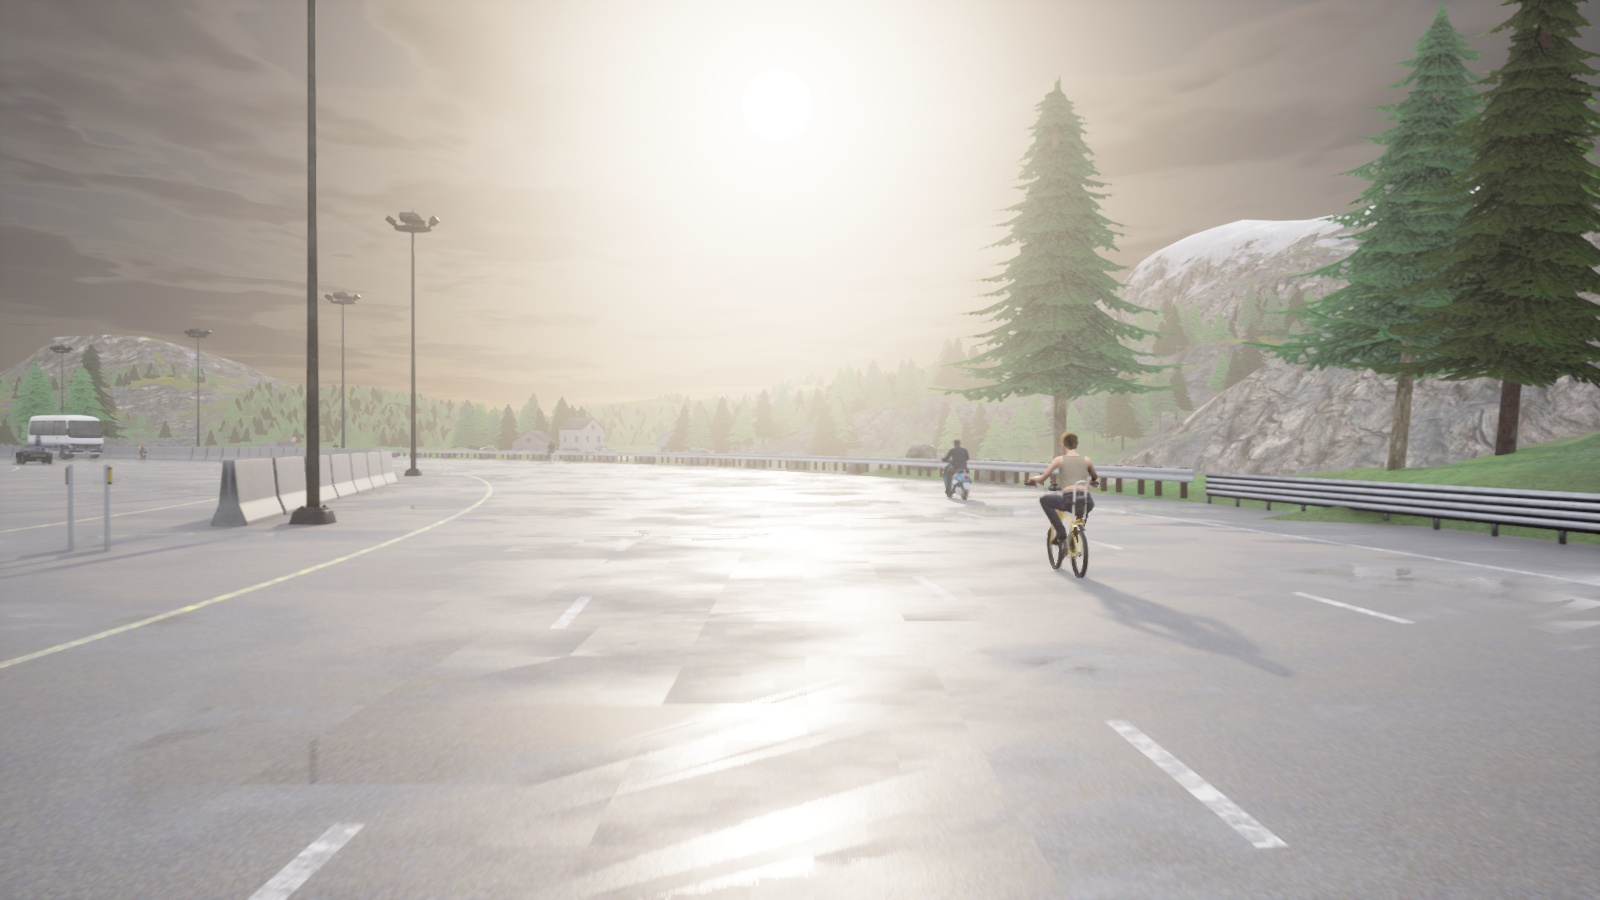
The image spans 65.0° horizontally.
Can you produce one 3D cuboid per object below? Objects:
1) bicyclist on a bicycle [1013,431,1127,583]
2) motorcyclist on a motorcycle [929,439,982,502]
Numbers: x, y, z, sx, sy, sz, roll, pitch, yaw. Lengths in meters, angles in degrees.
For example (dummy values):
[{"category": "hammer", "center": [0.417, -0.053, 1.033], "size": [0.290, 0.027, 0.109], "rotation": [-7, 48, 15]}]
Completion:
[{"category": "bicyclist on a bicycle", "center": [3.003, 0.606, 14.141], "size": [0.866, 1.612, 1.509], "rotation": [0, 0, -4]}, {"category": "motorcyclist on a motorcycle", "center": [4.089, 0.516, 33.132], "size": [0.866, 1.590, 1.817], "rotation": [-1, 0, -10]}]
